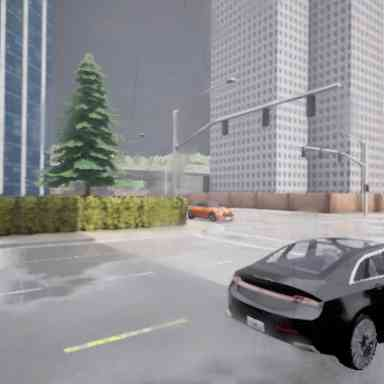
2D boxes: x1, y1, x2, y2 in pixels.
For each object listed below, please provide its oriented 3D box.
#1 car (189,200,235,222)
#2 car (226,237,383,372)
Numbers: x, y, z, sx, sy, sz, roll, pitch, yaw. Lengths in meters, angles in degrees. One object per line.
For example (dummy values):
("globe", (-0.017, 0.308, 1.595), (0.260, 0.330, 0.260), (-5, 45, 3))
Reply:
("car", (1.666, 1.579, 28.730), (2.097, 1.767, 4.553), (1, -1, -35))
("car", (2.822, 1.561, 5.790), (4.902, 1.511, 2.128), (1, -1, -35))
